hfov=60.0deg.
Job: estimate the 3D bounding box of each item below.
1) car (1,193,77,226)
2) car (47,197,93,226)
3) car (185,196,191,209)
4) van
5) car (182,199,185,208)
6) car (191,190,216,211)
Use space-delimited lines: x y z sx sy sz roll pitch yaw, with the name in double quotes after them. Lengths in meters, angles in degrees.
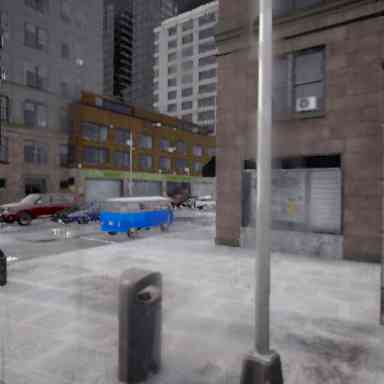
-9.492 1.003 21.124 2.192 1.841 5.009 2 2 35 "car"
-6.086 1.243 21.365 2.033 1.411 5.357 1 1 35 "car"
0.208 1.048 34.879 1.947 1.339 4.313 2 2 35 "car"
-2.527 1.140 16.211 1.690 1.788 3.998 2 2 35 "van"
-3.027 1.096 30.295 1.887 1.381 4.507 2 2 35 "car"
2.619 0.735 33.680 2.150 2.045 5.566 1 1 35 "car"
